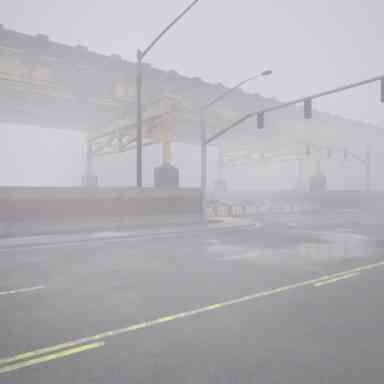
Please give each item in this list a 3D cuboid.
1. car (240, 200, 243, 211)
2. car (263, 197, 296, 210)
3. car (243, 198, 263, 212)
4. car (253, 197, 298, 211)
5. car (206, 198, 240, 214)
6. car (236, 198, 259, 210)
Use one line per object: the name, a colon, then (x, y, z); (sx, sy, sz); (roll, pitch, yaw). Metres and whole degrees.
car: (2.379, 1.440, 33.729); (4.974, 1.542, 2.038); (0, 0, 8)
car: (9.984, 1.277, 40.165); (4.536, 1.218, 1.853); (0, 0, -7)
car: (6.125, 1.438, 36.413); (2.038, 1.542, 4.974); (0, 0, 18)
car: (10.036, 1.435, 40.171); (4.974, 1.542, 2.038); (0, 0, -7)
car: (2.327, 1.283, 33.736); (4.536, 1.218, 1.853); (0, 0, 8)
car: (6.140, 1.280, 36.462); (1.853, 1.218, 4.536); (0, 0, 18)
